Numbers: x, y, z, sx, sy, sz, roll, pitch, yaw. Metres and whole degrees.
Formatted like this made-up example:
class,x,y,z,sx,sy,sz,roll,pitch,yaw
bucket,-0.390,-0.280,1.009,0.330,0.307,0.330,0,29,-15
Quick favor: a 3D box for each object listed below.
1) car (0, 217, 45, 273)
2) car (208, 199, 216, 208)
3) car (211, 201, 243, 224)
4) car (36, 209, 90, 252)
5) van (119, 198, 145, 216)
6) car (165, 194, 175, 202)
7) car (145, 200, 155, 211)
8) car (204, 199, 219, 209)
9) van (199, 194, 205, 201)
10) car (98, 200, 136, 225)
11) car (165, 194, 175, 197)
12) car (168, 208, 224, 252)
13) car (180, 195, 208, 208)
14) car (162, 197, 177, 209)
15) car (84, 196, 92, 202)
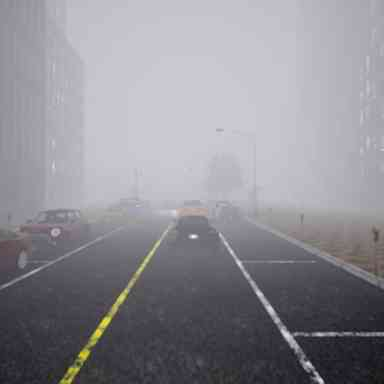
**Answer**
class,x,y,z,sx,sy,sz,roll,pitch,yaw
car,-5.687,1.562,8.260,1.887,1.381,4.507,0,0,0
car,2.694,1.502,30.418,1.967,1.590,4.097,0,0,0
car,2.693,1.596,24.878,1.887,1.381,4.507,0,0,0
car,-5.686,1.469,13.800,1.967,1.590,4.097,0,0,0
van,-5.686,1.403,30.417,1.690,1.788,3.998,0,0,0
car,-5.689,1.489,85.062,2.192,1.841,5.009,0,0,0
car,-5.688,1.651,41.495,1.947,1.339,4.313,0,0,0
car,2.692,1.662,47.035,1.947,1.339,4.313,0,0,0
van,2.691,1.526,90.616,1.690,1.788,3.998,0,0,0
car,-5.687,1.576,24.708,1.752,1.417,4.829,0,0,0
car,-5.690,1.744,79.511,1.802,1.307,4.206,0,0,0
car,0.069,1.591,13.999,1.994,1.385,4.181,0,0,0
car,0.068,1.410,28.804,2.097,1.767,4.553,0,0,0
car,-3.065,1.695,45.870,1.895,1.301,4.718,0,0,0
car,-22.816,1.478,68.435,4.206,1.307,1.802,1,-1,-1
